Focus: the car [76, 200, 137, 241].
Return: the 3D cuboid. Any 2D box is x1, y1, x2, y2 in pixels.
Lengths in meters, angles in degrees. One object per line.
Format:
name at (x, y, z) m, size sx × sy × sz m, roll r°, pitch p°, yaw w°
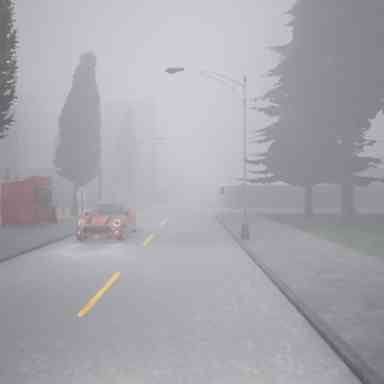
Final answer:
car at (-4.081, 1.338, 16.508) m, size 2.097 × 1.767 × 4.553 m, roll 0°, pitch 0°, yaw 0°
